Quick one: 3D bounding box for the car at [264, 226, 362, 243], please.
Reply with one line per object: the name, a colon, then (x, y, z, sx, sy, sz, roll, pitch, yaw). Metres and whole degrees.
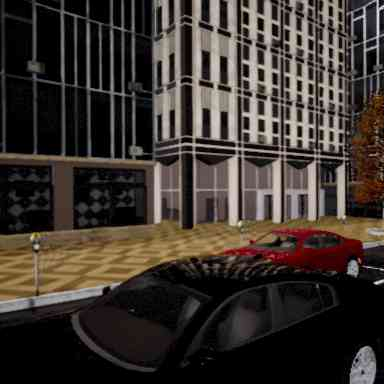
car: (2.566, 1.601, 8.409, 4.507, 1.381, 1.887, 1, -1, -36)

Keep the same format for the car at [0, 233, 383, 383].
car: (0.116, 1.494, 3.464, 5.008, 1.535, 1.882, 1, 0, -36)
